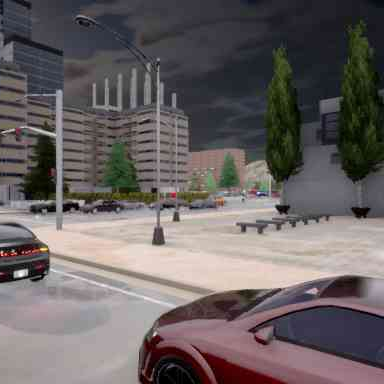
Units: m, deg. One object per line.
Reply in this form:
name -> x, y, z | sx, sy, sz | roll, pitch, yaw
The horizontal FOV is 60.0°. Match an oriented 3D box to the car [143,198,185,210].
car -> -3.365, 1.491, 42.281 | 2.128, 1.511, 4.902 | 0, 0, 40

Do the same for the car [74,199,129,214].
car -> -9.446, 1.505, 35.102 | 1.837, 1.490, 4.892 | 0, 0, 40

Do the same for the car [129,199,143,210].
car -> -8.268, 1.601, 41.909 | 1.895, 1.301, 4.718 | 0, 0, 40

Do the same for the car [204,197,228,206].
car -> 4.072, 1.564, 56.426 | 1.994, 1.385, 4.181 | 0, 0, 41

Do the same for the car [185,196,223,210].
car -> 1.567, 1.564, 42.381 | 1.994, 1.385, 4.181 | 0, 0, 40

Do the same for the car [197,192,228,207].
car -> 3.035, 1.352, 49.817 | 2.097, 1.767, 4.553 | 0, 0, 40

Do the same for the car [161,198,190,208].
car -> -2.402, 1.564, 48.825 | 1.994, 1.385, 4.181 | 0, 0, 41

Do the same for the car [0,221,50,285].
car -> -5.536, 1.505, 8.715 | 4.892, 1.490, 1.837 | 0, 0, 40

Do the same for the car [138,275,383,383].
car -> 1.446, 1.564, 3.208 | 4.181, 1.385, 1.994 | 0, 0, 37

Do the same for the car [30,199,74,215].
car -> -14.302, 1.478, 34.783 | 1.882, 1.535, 5.008 | 0, 0, 40
